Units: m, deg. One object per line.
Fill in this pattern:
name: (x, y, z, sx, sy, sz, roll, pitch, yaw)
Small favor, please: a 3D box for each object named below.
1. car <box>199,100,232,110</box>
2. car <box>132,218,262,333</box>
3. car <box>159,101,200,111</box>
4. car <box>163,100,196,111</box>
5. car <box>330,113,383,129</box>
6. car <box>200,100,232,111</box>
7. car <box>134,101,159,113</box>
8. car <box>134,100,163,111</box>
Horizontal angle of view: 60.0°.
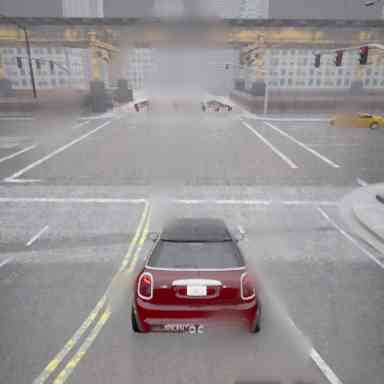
car: (3.496, -13.028, 49.693, 4.536, 1.218, 1.853, 11, 22, 28)
car: (0.082, 1.341, 7.171, 2.097, 1.767, 4.553, 0, 5, 0)
car: (-1.842, -12.651, 49.087, 4.974, 1.542, 2.038, -13, 23, -33)
car: (-1.800, -12.809, 49.064, 4.536, 1.218, 1.853, -13, 23, -33)
car: (16.664, -7.256, 33.751, 5.008, 1.535, 1.882, 0, 19, 1)
car: (3.541, -12.871, 49.721, 4.974, 1.542, 2.038, 11, 22, 28)
car: (-6.449, -12.682, 49.173, 4.974, 1.542, 2.038, 18, 26, 42)
car: (-6.486, -12.842, 49.156, 4.536, 1.218, 1.853, 18, 26, 42)
